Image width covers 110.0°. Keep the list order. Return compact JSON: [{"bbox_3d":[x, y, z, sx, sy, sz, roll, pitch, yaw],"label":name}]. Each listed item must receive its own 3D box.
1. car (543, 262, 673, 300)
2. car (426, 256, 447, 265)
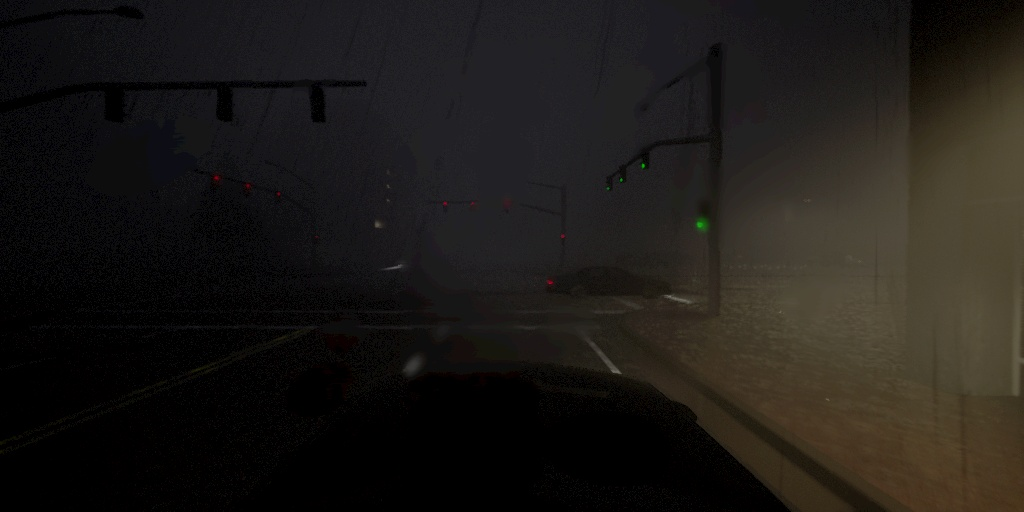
[{"bbox_3d":[4.065,1.129,15.700,5.357,1.411,2.033,0,1,0],"label":"car"},{"bbox_3d":[-11.557,0.722,54.040,1.895,1.301,4.718,0,1,0],"label":"car"}]
